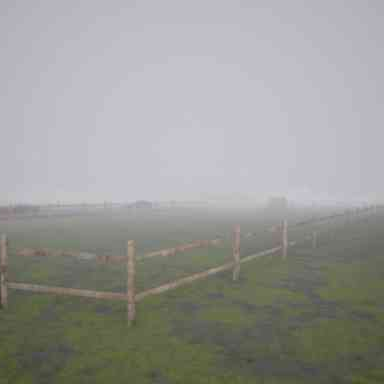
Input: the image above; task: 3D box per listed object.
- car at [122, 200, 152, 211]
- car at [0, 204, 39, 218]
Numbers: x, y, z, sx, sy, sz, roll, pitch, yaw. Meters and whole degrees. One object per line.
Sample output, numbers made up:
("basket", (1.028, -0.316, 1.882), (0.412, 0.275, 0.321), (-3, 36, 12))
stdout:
("car", (-7.963, 1.932, 48.528), (1.882, 1.535, 5.008), (0, 0, 36))
("car", (-18.465, 1.896, 34.223), (1.895, 1.301, 4.718), (0, -1, 36))
